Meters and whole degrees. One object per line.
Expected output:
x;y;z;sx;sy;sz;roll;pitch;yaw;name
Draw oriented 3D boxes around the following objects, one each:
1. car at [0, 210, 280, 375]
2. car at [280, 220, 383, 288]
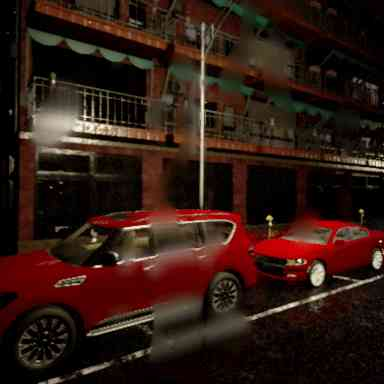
-1.059;1.298;5.783;5.009;1.841;2.192;-1;1;-35;car
3.578;1.485;9.094;4.507;1.381;1.887;-1;1;-35;car
